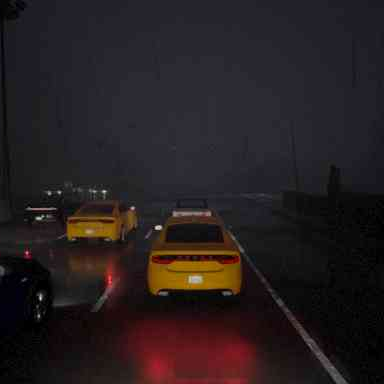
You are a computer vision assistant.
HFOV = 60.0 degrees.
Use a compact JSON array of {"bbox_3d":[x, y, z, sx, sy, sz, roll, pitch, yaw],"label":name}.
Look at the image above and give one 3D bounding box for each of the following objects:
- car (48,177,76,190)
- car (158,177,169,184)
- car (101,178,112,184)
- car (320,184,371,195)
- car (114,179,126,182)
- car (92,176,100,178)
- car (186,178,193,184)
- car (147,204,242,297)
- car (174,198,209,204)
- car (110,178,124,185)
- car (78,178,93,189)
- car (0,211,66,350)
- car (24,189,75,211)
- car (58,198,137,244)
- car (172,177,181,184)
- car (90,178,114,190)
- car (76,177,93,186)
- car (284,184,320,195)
[{"bbox_3d":[-21.485,-1.398,54.405,2.150,2.045,5.566,0,3,0],"label":"car"},{"bbox_3d":[-7.646,-2.818,86.046,2.128,1.511,4.902,0,3,0],"label":"car"},{"bbox_3d":[-21.633,-2.721,84.352,1.812,1.442,4.674,0,3,0],"label":"car"},{"bbox_3d":[17.672,-0.215,37.770,4.902,1.511,2.128,0,3,2],"label":"car"},{"bbox_3d":[-14.517,-1.620,63.262,1.882,1.535,5.008,0,3,0],"label":"car"},{"bbox_3d":[-21.555,-2.464,74.143,2.150,2.045,5.566,0,3,0],"label":"car"},{"bbox_3d":[-0.650,-2.831,86.559,2.128,1.511,4.902,0,3,0],"label":"car"},{"bbox_3d":[0.045,1.316,8.386,1.882,1.535,5.008,0,2,0],"label":"car"},{"bbox_3d":[-0.020,0.974,17.754,1.895,1.301,4.718,0,3,0],"label":"car"},{"bbox_3d":[-18.103,-2.507,80.464,2.128,1.511,4.902,0,3,0],"label":"car"},{"bbox_3d":[-18.004,-1.323,58.672,1.812,1.442,4.674,0,3,0],"label":"car"},{"bbox_3d":[-3.426,1.313,3.878,2.097,1.767,4.553,0,1,0],"label":"car"},{"bbox_3d":[-7.021,0.866,17.620,2.128,1.511,4.902,0,3,0],"label":"car"},{"bbox_3d":[-3.493,1.062,13.709,1.882,1.535,5.008,0,3,0],"label":"car"},{"bbox_3d":[-4.146,-2.868,86.070,1.882,1.535,5.008,0,3,0],"label":"car"},{"bbox_3d":[-14.452,-1.088,53.961,1.837,1.490,4.892,0,3,-1],"label":"car"},{"bbox_3d":[-21.492,-1.661,64.259,2.128,1.511,4.902,0,3,0],"label":"car"},{"bbox_3d":[13.813,-0.303,41.396,4.718,1.301,1.895,0,3,2],"label":"car"}]
